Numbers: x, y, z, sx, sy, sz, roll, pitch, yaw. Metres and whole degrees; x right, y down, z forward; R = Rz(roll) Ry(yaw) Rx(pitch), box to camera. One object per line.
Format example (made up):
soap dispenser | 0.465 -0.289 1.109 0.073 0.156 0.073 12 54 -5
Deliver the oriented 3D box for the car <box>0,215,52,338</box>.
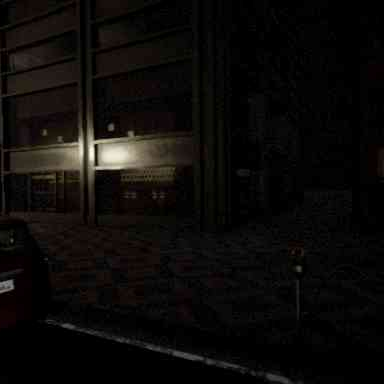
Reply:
car | -4.448 1.262 5.183 5.009 1.841 2.192 0 1 27
